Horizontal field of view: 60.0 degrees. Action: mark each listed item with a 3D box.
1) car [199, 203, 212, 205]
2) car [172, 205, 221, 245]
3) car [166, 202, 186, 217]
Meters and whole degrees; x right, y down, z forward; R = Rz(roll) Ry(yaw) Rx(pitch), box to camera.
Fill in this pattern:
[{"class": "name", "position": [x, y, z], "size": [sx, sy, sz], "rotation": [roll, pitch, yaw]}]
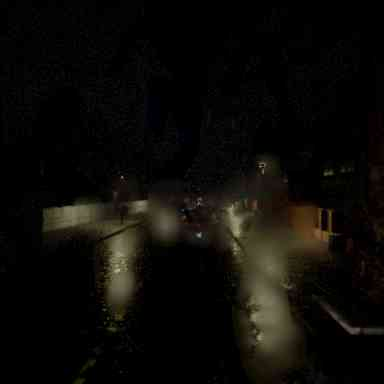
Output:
[{"class": "car", "position": [1.615, 1.928, 38.419], "size": [1.895, 1.301, 4.718], "rotation": [0, -1, 4]}, {"class": "car", "position": [0.395, 1.628, 16.364], "size": [2.128, 1.511, 4.902], "rotation": [0, 0, 2]}, {"class": "car", "position": [-1.482, 1.774, 34.809], "size": [1.882, 1.535, 5.008], "rotation": [0, -1, 4]}]
